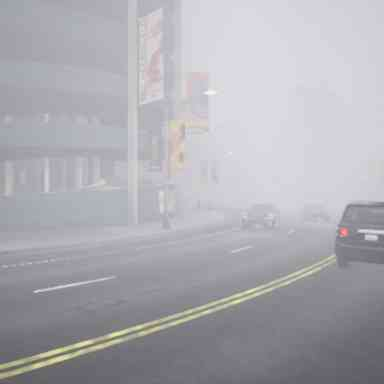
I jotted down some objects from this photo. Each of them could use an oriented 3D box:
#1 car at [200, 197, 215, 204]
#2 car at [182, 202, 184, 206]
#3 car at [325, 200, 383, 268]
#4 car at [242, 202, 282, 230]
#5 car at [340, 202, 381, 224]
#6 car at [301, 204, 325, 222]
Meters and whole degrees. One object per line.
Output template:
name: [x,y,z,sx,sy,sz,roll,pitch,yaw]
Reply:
car: [3.683,2.039,80.265,2.231,1.521,4.892,0,0,-28]
car: [-3.304,2.136,64.646,1.895,1.301,4.718,0,0,-28]
car: [6.337,1.281,10.784,2.150,2.045,5.566,0,0,38]
car: [4.774,1.497,22.319,2.097,1.767,4.553,0,0,21]
car: [13.839,1.658,27.641,1.837,1.490,4.892,0,0,12]
car: [10.366,1.716,28.222,2.033,1.411,5.357,0,0,12]
